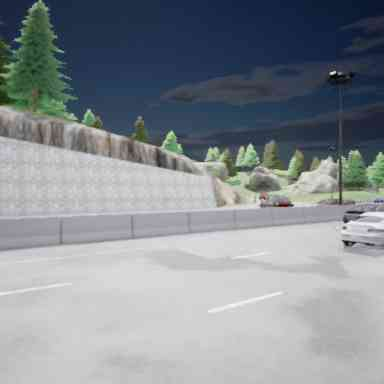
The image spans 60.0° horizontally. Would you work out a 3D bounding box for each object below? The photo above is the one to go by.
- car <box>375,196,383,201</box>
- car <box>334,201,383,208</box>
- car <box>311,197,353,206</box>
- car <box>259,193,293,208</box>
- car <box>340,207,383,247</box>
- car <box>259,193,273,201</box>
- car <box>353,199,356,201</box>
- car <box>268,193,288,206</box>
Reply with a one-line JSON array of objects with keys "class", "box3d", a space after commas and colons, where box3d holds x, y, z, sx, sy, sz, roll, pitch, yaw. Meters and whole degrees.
[{"class": "car", "box3d": [37.629, 1.578, 65.093, 4.674, 1.442, 1.812, 0, 0, -35]}, {"class": "car", "box3d": [11.193, 1.508, 20.325, 4.902, 1.511, 2.128, 0, 0, -35]}, {"class": "car", "box3d": [15.000, 1.503, 36.240, 5.008, 1.535, 1.882, 0, 0, -34]}, {"class": "car", "box3d": [10.511, 1.379, 41.571, 4.553, 1.767, 2.097, 0, 0, -35]}, {"class": "car", "box3d": [7.962, 1.537, 13.722, 4.674, 1.442, 1.812, 0, 0, -35]}, {"class": "car", "box3d": [19.608, 1.223, 88.045, 2.150, 2.045, 5.566, 0, 0, -4]}, {"class": "car", "box3d": [26.380, 1.568, 57.075, 4.674, 1.442, 1.812, 0, 0, -35]}, {"class": "car", "box3d": [14.819, 1.248, 57.230, 2.150, 2.045, 5.566, 0, 1, 27]}]
